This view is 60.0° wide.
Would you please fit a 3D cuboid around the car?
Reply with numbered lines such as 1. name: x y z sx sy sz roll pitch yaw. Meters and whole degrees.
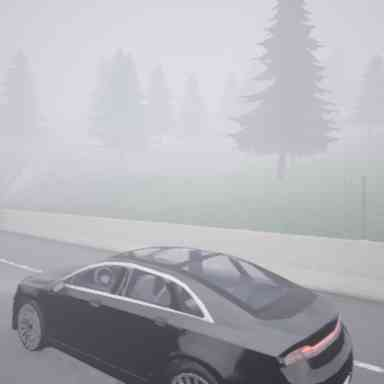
1. car: -0.550 1.505 4.473 4.902 1.511 2.128 1 0 37
